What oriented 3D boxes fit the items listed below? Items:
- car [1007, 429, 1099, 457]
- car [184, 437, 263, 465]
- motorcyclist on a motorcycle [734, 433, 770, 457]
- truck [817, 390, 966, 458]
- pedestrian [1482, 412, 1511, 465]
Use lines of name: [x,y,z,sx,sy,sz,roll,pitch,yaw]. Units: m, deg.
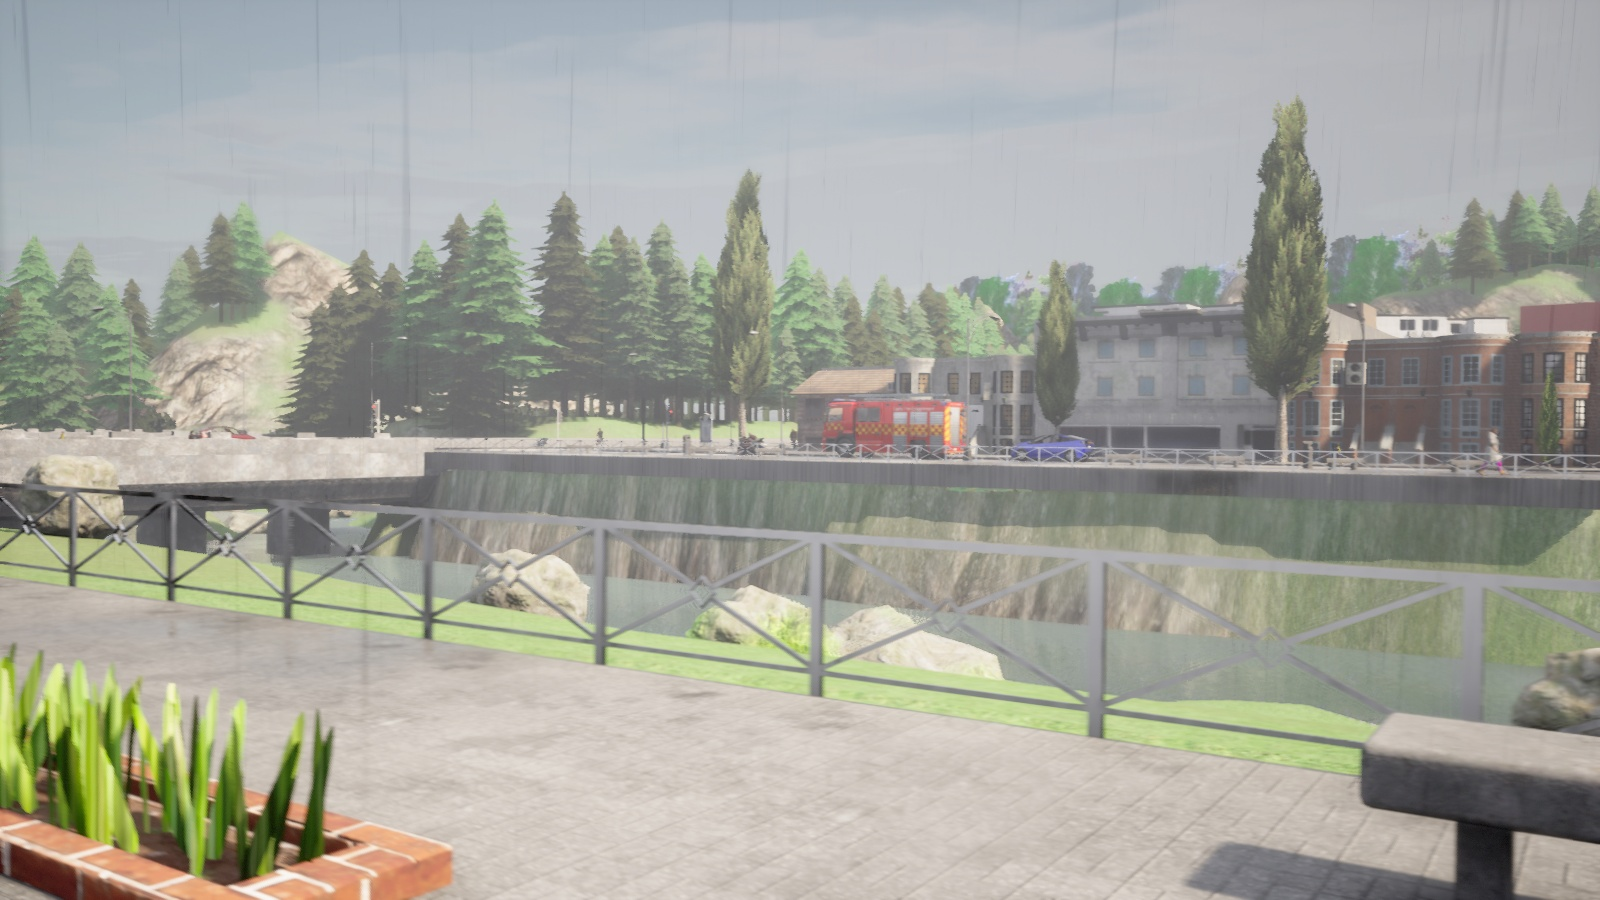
car: [13.905,-0.389,68.999,4.514,1.525,2.007,0,1,34]
car: [-33.091,0.025,72.185,1.789,1.549,3.705,0,1,34]
motorcyclist on a motorcycle: [-3.074,-0.301,80.273,2.191,1.530,0.866,0,1,34]
truck: [5.363,-1.501,74.648,8.468,3.827,2.891,0,1,34]
pedestrian: [26.111,-0.438,47.074,0.873,1.952,0.659,0,1,38]
